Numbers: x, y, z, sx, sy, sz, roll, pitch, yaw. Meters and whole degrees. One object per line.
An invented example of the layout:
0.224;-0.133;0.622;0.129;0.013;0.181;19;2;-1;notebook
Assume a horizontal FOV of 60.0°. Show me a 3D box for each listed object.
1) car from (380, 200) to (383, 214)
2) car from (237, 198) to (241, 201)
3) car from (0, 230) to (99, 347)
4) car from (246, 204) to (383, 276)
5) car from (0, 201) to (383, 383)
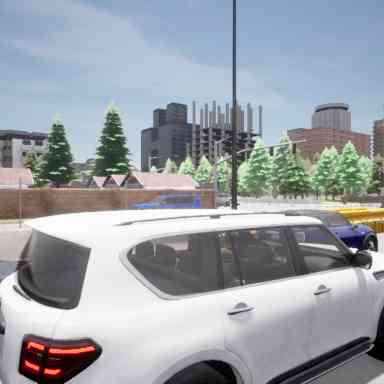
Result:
22.240;1.547;33.925;5.357;1.411;2.033;0;0;28;car
5.310;1.222;52.367;2.150;2.045;5.566;0;0;-33;car
-4.356;1.548;4.937;5.357;1.411;2.033;0;0;-36;car
4.189;1.352;11.023;4.553;1.767;2.097;0;0;-35;car
0.649;1.221;4.205;5.566;2.045;2.150;0;0;-36;car
